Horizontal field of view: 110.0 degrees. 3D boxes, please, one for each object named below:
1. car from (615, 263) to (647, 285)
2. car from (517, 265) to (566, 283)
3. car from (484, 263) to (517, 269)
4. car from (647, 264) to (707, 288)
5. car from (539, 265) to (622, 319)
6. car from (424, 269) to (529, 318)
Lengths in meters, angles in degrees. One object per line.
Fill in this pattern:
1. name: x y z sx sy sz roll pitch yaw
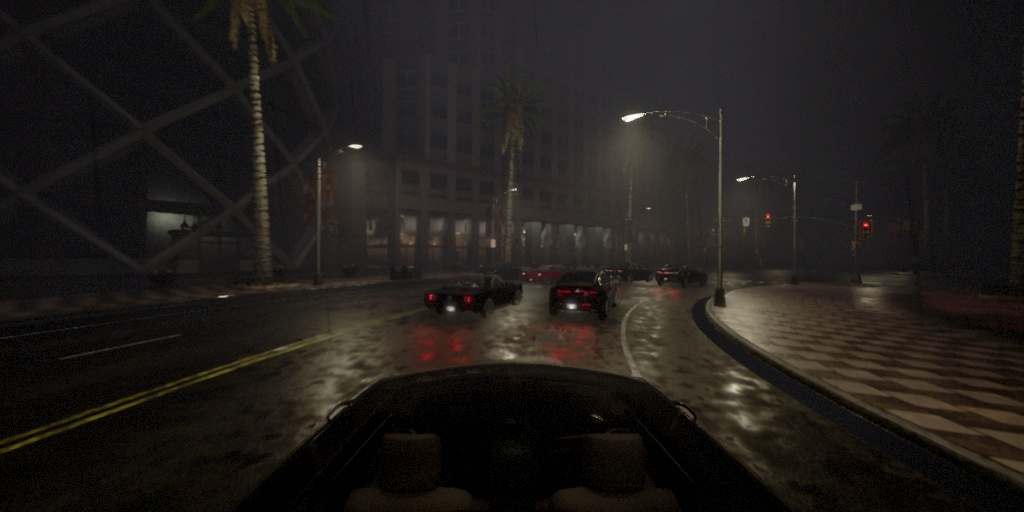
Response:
1. car: 8.636 1.249 26.359 4.902 1.511 2.128 0 0 -41
2. car: 2.825 1.315 26.038 1.895 1.301 4.718 1 0 44
3. car: -0.907 1.247 26.971 1.994 1.385 4.181 0 0 41
4. car: 11.530 1.275 24.283 4.902 1.511 2.128 1 0 -42
5. car: 2.685 1.250 12.960 1.837 1.490 4.892 0 0 22
6. car: -1.102 1.316 12.942 1.895 1.301 4.718 0 0 20
